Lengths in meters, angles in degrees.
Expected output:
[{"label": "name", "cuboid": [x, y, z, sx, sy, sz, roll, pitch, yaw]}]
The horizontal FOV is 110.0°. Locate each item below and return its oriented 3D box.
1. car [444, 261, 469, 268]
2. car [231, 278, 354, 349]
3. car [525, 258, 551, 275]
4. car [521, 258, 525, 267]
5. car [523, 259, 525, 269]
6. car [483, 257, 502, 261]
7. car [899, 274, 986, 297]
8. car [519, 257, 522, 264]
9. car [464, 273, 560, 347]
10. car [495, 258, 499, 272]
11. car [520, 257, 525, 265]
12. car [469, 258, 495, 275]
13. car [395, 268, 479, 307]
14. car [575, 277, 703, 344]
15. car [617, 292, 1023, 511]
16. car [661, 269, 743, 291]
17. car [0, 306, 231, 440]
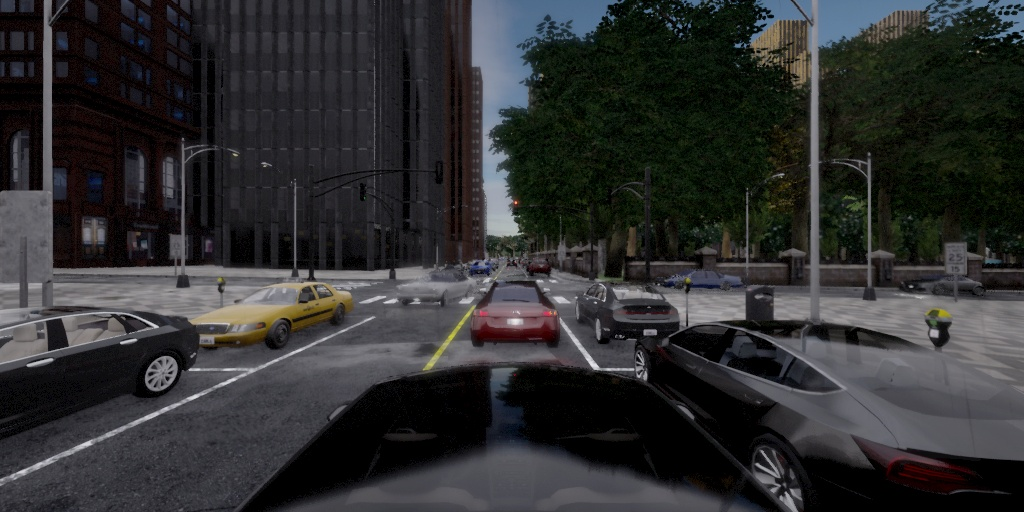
[{"label": "car", "cuboid": [-5.764, 1.328, 36.004, 1.948, 1.339, 4.313, 0, 0, 0]}, {"label": "car", "cuboid": [-5.763, 1.276, 9.170, 1.751, 1.417, 4.829, 0, 0, 0]}, {"label": "car", "cuboid": [2.761, 1.077, 36.014, 2.192, 1.841, 5.009, 0, 0, 0]}, {"label": "car", "cuboid": [2.760, 1.331, 52.383, 2.007, 1.370, 4.403, 0, 0, 0]}, {"label": "car", "cuboid": [2.761, 1.340, 46.926, 1.948, 1.339, 4.313, 0, 0, 0]}, {"label": "car", "cuboid": [-3.086, 1.277, 56.630, 2.128, 1.511, 4.902, 0, 0, 0]}, {"label": "car", "cuboid": [28.971, 1.935, 24.229, 4.181, 1.385, 1.994, 1, 0, 0]}, {"label": "car", "cuboid": [2.760, 1.233, 63.296, 1.967, 1.591, 4.097, 0, 0, 0]}, {"label": "car", "cuboid": [0.081, 1.314, 9.344, 1.994, 1.385, 4.181, 0, 0, 0]}, {"label": "car", "cuboid": [-3.093, 1.338, 46.584, 1.994, 1.385, 4.181, 0, 0, 0]}, {"label": "car", "cuboid": [2.760, 1.337, 57.839, 2.007, 1.370, 4.403, 0, 0, 0]}, {"label": "car", "cuboid": [-3.093, 1.241, 36.619, 1.882, 1.535, 5.008, 0, 0, 0]}, {"label": "car", "cuboid": [-3.180, 1.361, 15.740, 1.895, 1.301, 4.718, 0, 0, 12]}, {"label": "car", "cuboid": [2.763, 1.301, 9.349, 2.007, 1.370, 4.403, 0, 0, 0]}, {"label": "car", "cuboid": [2.763, 1.316, 3.836, 1.948, 1.339, 4.313, 0, 0, 0]}, {"label": "car", "cuboid": [12.469, 1.579, 24.081, 5.357, 1.411, 2.033, 1, 0, -2]}, {"label": "car", "cuboid": [-5.762, 1.300, 3.827, 2.007, 1.370, 4.403, 0, 0, 0]}]
